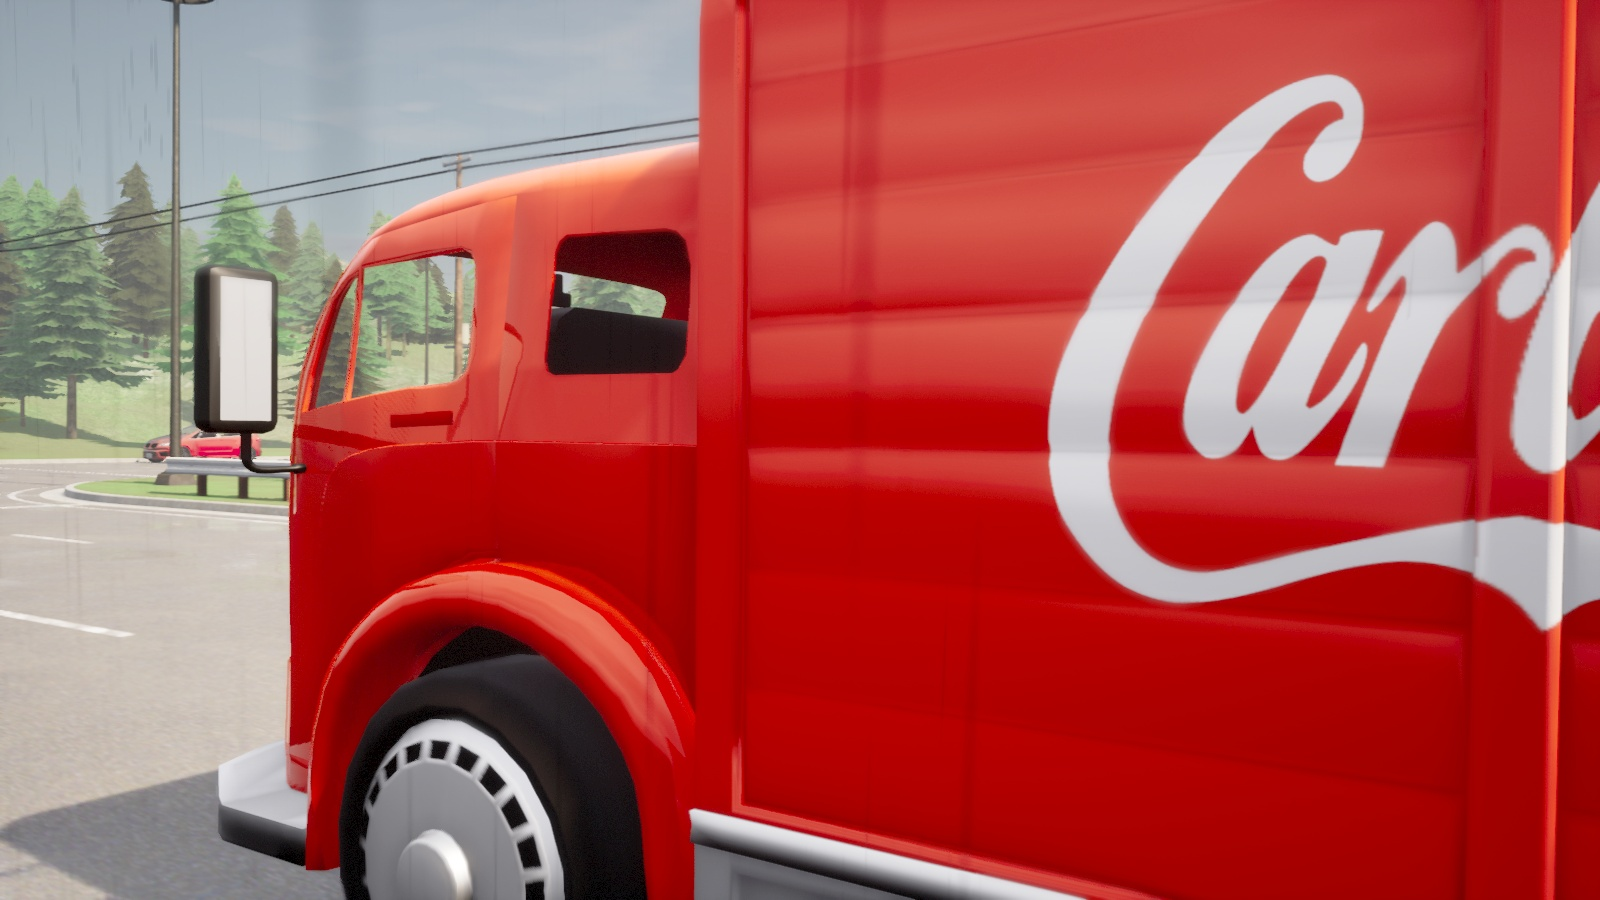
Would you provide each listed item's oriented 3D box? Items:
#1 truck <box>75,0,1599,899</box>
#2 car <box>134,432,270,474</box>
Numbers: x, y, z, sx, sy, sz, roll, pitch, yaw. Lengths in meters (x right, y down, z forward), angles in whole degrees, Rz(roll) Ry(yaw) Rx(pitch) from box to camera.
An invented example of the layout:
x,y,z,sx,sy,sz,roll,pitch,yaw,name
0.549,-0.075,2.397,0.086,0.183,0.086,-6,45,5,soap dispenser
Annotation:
x,y,z,sx,sy,sz,roll,pitch,yaw,name
1.020,0.195,2.937,5.204,2.467,2.627,0,1,34,truck
-24.971,0.084,52.600,2.242,1.667,4.611,0,1,34,car
